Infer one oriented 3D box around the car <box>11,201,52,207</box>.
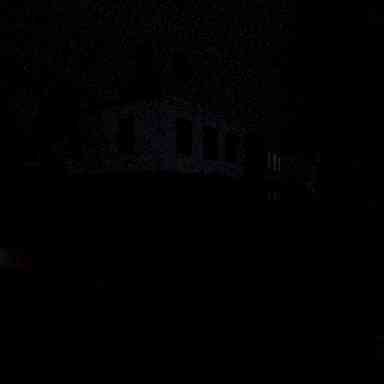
[{"bbox_3d":[-14.643,1.528,29.135,2.033,1.411,5.357,0,0,29],"label":"car"}]
